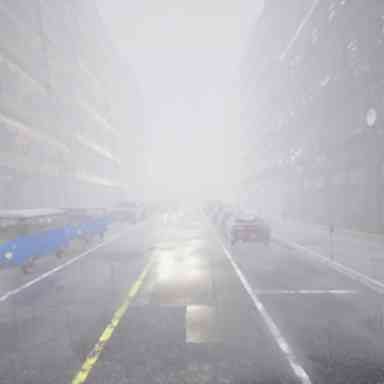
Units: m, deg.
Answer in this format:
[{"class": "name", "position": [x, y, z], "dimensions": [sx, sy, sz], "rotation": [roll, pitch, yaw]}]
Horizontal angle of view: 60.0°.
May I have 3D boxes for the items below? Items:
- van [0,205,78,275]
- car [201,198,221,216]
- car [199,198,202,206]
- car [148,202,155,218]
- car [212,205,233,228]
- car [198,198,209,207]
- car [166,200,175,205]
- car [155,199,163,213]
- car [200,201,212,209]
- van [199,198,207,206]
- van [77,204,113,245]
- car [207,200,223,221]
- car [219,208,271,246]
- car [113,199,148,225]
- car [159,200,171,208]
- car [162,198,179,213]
[{"class": "van", "position": [-5.296, 1.450, 10.638], "dimensions": [1.690, 1.788, 3.998], "rotation": [2, -1, 0]}, {"class": "car", "position": [2.530, 1.729, 38.236], "dimensions": [2.192, 1.841, 5.009], "rotation": [1, -1, 0]}, {"class": "car", "position": [2.519, 1.988, 49.297], "dimensions": [1.967, 1.590, 4.097], "rotation": [1, -1, 0]}, {"class": "car", "position": [-5.312, 1.667, 32.759], "dimensions": [2.192, 1.841, 5.009], "rotation": [1, -1, 0]}, {"class": "car", "position": [2.571, 1.770, 21.641], "dimensions": [1.887, 1.381, 4.507], "rotation": [1, -1, 0]}, {"class": "car", "position": [2.506, 2.153, 71.422], "dimensions": [2.192, 1.841, 5.009], "rotation": [1, -1, 0]}, {"class": "car", "position": [-5.354, 2.579, 82.529], "dimensions": [1.802, 1.307, 4.206], "rotation": [1, -1, 0]}, {"class": "car", "position": [-5.326, 2.048, 43.818], "dimensions": [1.947, 1.339, 4.313], "rotation": [1, -1, 0]}, {"class": "car", "position": [2.509, 2.271, 60.357], "dimensions": [1.802, 1.307, 4.206], "rotation": [1, -1, 0]}, {"class": "van", "position": [2.501, 2.257, 76.953], "dimensions": [1.690, 1.788, 3.998], "rotation": [1, -1, 0]}, {"class": "van", "position": [-5.301, 1.509, 16.169], "dimensions": [1.690, 1.788, 3.998], "rotation": [1, -1, 0]}, {"class": "car", "position": [2.577, 1.728, 27.173], "dimensions": [1.967, 1.590, 4.097], "rotation": [1, -1, 0]}, {"class": "car", "position": [2.575, 1.710, 16.111], "dimensions": [1.887, 1.381, 4.507], "rotation": [1, -1, 0]}, {"class": "car", "position": [-5.308, 1.605, 27.230], "dimensions": [2.192, 1.841, 5.009], "rotation": [1, -1, 0]}, {"class": "car", "position": [-5.341, 2.309, 65.938], "dimensions": [1.887, 1.381, 4.507], "rotation": [1, -1, 0]}, {"class": "car", "position": [-2.778, 1.982, 44.447], "dimensions": [2.128, 1.511, 4.902], "rotation": [0, -1, 0]}]
